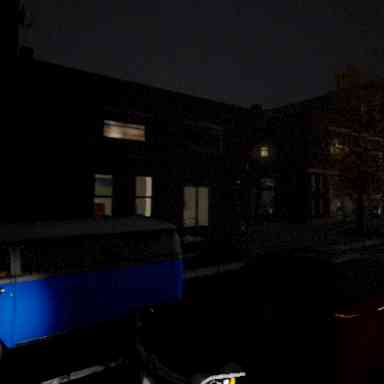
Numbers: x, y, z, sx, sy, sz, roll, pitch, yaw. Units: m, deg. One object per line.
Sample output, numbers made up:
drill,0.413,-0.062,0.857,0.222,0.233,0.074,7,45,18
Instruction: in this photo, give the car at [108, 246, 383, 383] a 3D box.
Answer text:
car,1.493,1.528,4.429,4.674,1.442,1.812,0,0,-35

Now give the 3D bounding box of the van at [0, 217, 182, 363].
van,-2.030,1.342,5.089,3.998,1.788,1.690,0,1,-35
